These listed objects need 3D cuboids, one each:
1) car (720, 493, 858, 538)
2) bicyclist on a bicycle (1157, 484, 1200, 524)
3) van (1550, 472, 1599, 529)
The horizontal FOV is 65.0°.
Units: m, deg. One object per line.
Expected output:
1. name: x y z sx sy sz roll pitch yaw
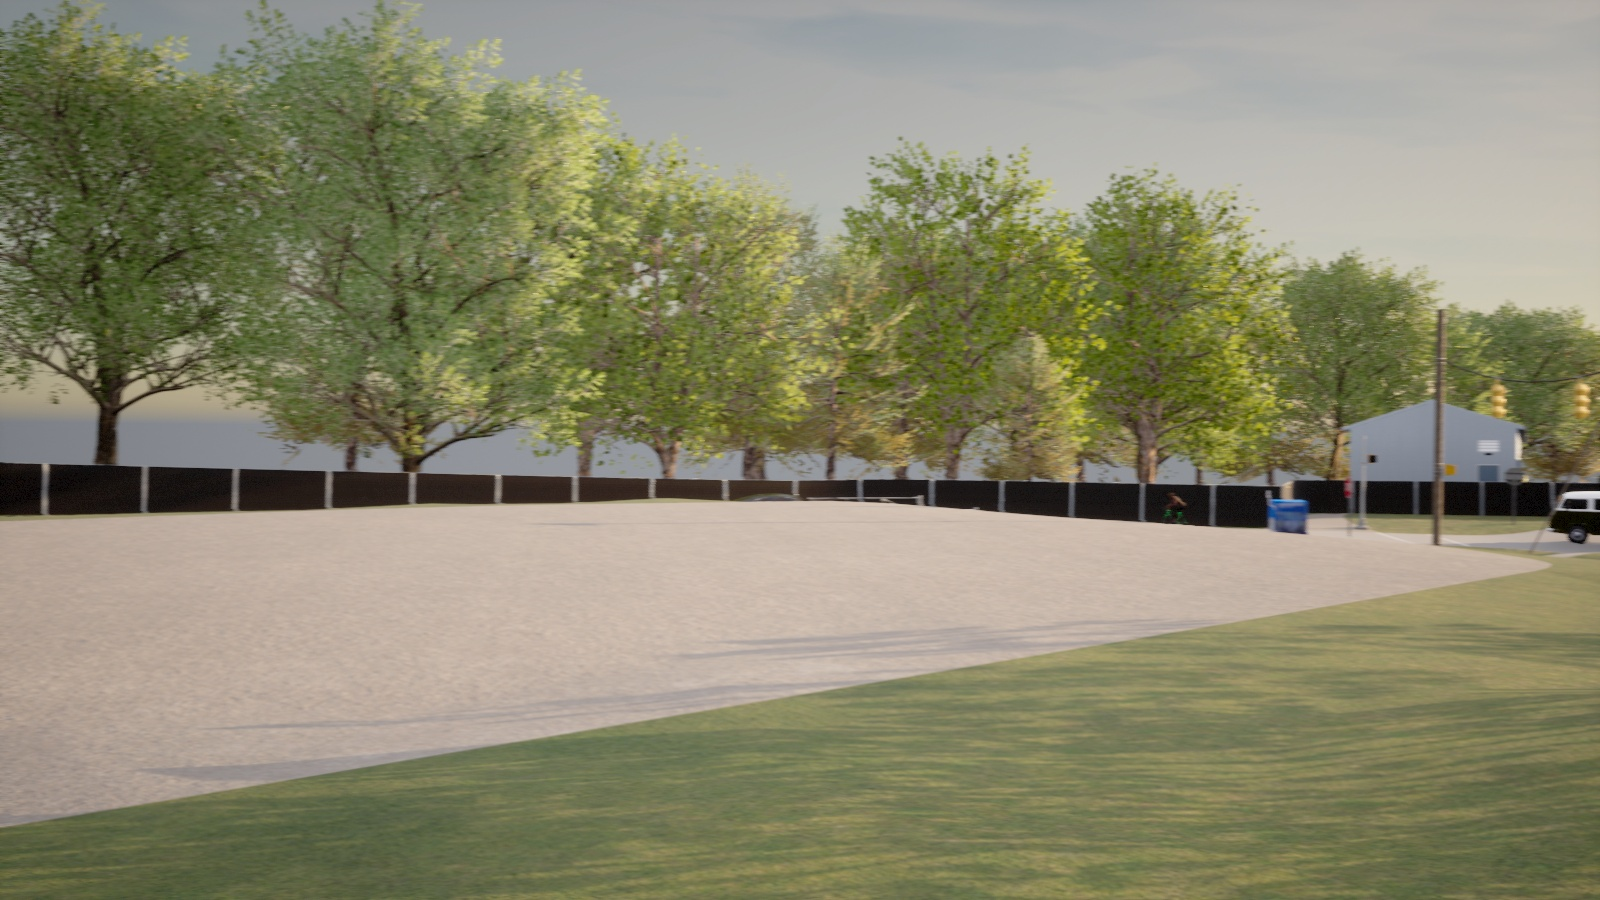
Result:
1. car: -0.425 2.433 47.422 4.892 1.490 1.837 0 1 -14
2. bicyclist on a bicycle: 15.936 2.268 52.902 1.656 1.620 0.582 0 1 2
3. van: 31.604 1.937 48.507 4.480 2.038 2.069 0 2 32
